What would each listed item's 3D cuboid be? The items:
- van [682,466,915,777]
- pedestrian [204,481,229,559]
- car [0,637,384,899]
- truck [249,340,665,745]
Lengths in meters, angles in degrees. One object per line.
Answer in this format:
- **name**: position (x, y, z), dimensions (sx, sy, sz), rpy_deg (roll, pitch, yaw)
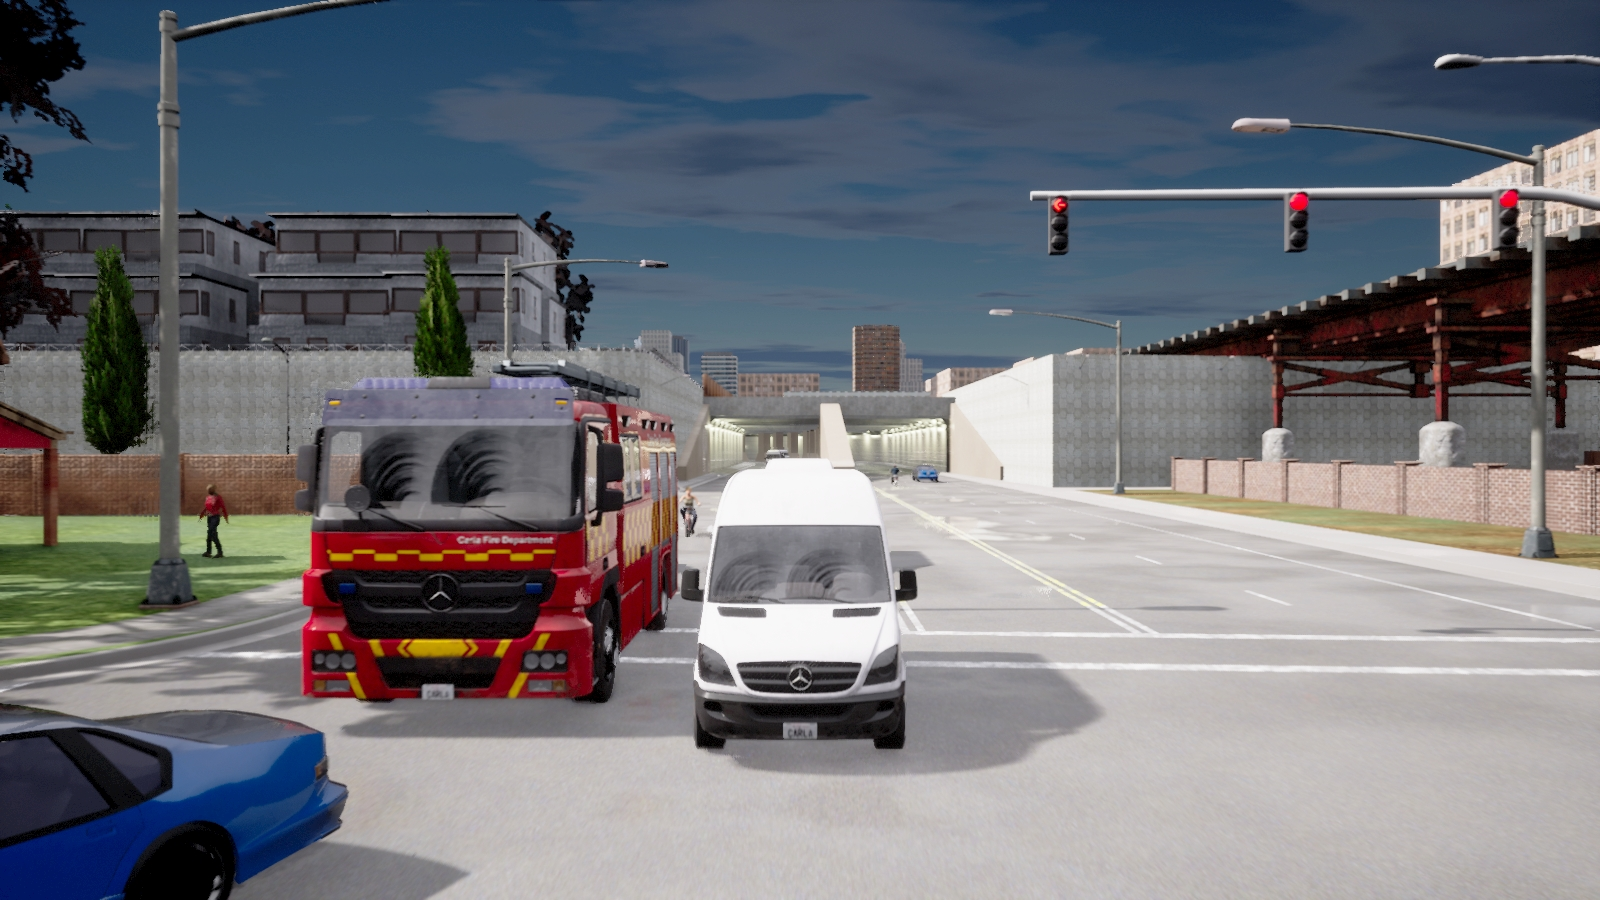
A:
- **van**: position (-0.014, 1.511, 12.727), dimensions (1.988, 2.561, 5.915), rpy_deg (0, 0, 0)
- **pedestrian**: position (-13.990, 1.672, 27.392), dimensions (0.375, 1.860, 0.375), rpy_deg (0, 0, 19)
- **car**: position (-4.843, 2.088, 5.605), dimensions (2.033, 1.411, 5.357), rpy_deg (0, 0, 26)
- **truck**: position (-3.740, 0.867, 15.032), dimensions (2.891, 3.827, 8.468), rpy_deg (0, 0, 0)
